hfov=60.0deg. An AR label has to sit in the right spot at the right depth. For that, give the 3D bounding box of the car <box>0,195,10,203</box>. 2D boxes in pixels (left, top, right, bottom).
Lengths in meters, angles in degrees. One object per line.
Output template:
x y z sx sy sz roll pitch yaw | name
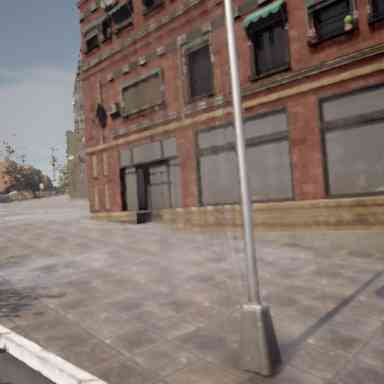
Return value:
-31.461 1.226 53.777 1.837 1.490 4.892 -5 2 2 | car
